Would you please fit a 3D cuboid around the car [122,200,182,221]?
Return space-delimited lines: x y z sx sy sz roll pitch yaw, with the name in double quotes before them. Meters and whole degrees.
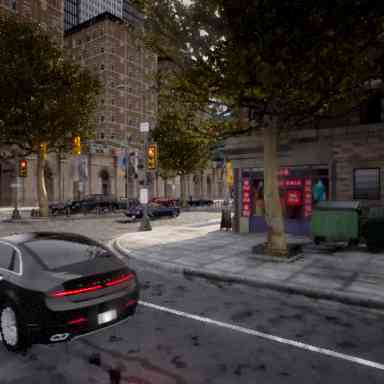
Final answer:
"car" -3.058 1.601 27.079 1.895 1.301 4.718 0 0 39

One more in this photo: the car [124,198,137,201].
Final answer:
"car" -8.147 1.526 45.449 1.812 1.442 4.674 0 0 36

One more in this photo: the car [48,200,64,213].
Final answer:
"car" -13.767 1.547 37.656 2.033 1.411 5.357 0 0 36

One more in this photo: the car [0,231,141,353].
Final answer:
"car" -3.016 1.505 6.247 4.892 1.490 1.837 0 0 41

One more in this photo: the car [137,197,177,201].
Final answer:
"car" -4.602 1.478 44.403 1.882 1.535 5.008 0 0 36

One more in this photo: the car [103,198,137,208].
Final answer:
"car" -10.282 1.595 47.897 1.895 1.301 4.718 0 0 36

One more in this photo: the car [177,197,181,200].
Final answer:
"car" -2.283 1.564 53.607 1.994 1.385 4.181 0 0 36

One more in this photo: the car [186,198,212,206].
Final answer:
"car" 1.411 1.601 52.743 1.895 1.301 4.718 0 0 36

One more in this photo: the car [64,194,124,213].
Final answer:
"car" -10.501 1.221 36.206 2.150 2.045 5.566 0 0 36
